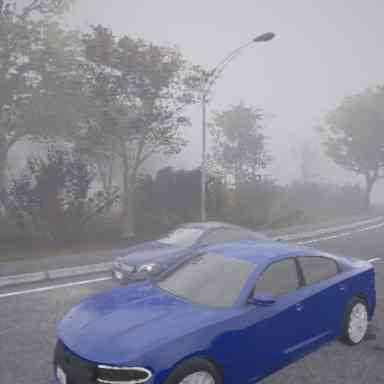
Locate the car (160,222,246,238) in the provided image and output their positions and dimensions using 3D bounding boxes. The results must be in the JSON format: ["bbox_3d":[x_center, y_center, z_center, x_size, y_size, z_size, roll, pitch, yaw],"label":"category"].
[{"bbox_3d":[0.208,1.553,8.746,4.674,1.442,1.812,0,0,-39],"label":"car"}]

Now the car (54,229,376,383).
[{"bbox_3d":[0.724,1.492,4.720,5.008,1.535,1.882,0,0,-38],"label":"car"}]
